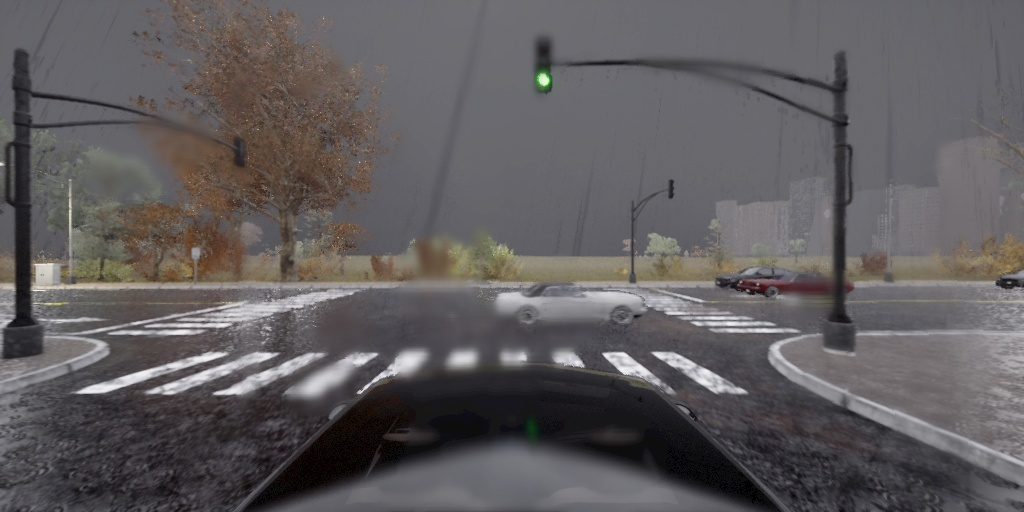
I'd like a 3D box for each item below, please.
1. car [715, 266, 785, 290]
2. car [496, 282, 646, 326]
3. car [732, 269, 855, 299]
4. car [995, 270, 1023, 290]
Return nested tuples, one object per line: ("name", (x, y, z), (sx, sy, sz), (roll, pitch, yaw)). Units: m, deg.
("car", (15.009, 1.348, 21.729), (5.008, 1.535, 1.882), (0, 0, 1))
("car", (1.860, 1.522, 11.910), (4.718, 1.301, 1.895), (0, 0, 0))
("car", (14.423, 1.482, 18.486), (4.718, 1.301, 1.895), (0, 0, 3))
("car", (32.299, 1.349, 21.506), (4.892, 1.490, 1.837), (0, 0, 1))
